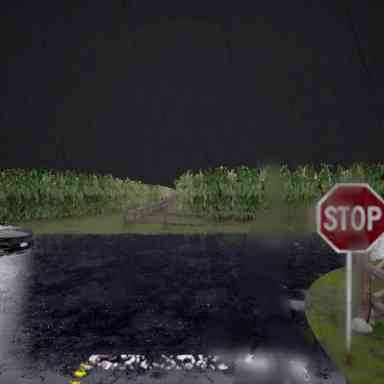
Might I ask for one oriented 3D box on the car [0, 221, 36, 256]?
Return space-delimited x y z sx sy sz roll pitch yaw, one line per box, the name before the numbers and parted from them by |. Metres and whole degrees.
car | -8.044 1.526 11.964 5.008 1.535 1.882 -1 0 17
